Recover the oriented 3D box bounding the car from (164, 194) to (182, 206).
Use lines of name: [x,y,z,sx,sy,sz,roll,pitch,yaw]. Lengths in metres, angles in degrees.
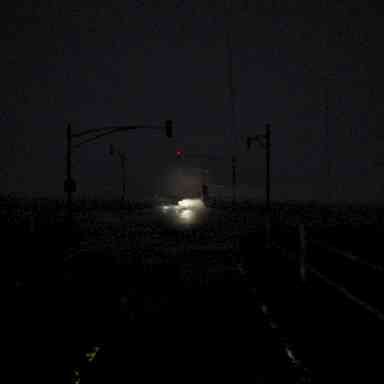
car: [-2.774,1.200,46.312,1.882,1.535,5.008,0,2,0]
